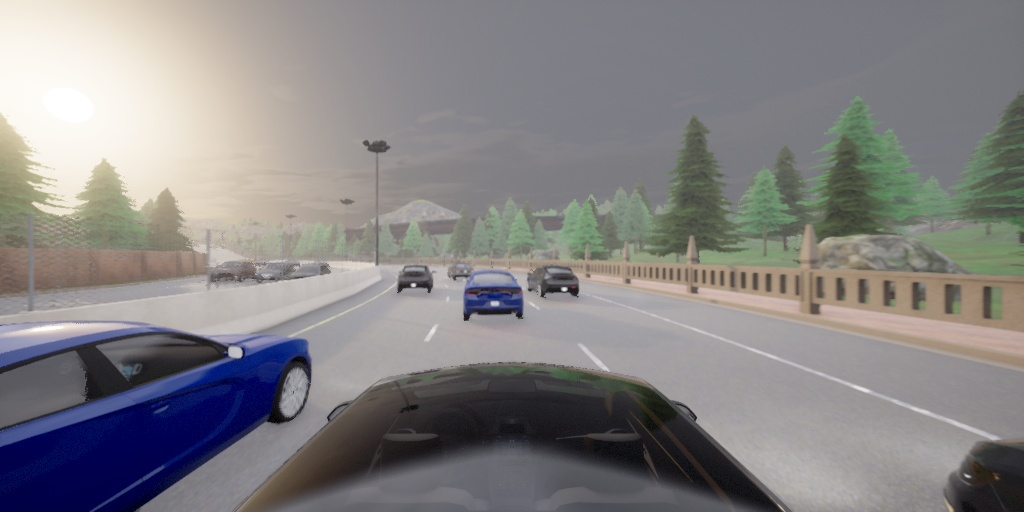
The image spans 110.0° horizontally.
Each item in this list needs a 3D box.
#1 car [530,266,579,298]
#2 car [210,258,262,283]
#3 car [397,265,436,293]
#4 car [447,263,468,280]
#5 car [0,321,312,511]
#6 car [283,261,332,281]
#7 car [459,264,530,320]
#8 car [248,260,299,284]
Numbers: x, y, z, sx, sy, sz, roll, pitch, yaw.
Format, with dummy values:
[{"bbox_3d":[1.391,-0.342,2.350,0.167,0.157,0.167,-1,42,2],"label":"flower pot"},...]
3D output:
[{"bbox_3d":[1.970,1.239,18.456,1.837,1.490,4.892,0,0,-9],"label":"car"},{"bbox_3d":[-22.372,1.185,28.906,2.097,1.767,4.553,0,0,-19],"label":"car"},{"bbox_3d":[-5.616,1.270,21.089,1.837,1.490,4.892,0,0,-11],"label":"car"},{"bbox_3d":[-4.439,1.304,30.999,2.033,1.411,5.357,0,0,-17],"label":"car"},{"bbox_3d":[-3.557,1.242,2.749,1.882,1.535,5.008,0,0,-1],"label":"car"},{"bbox_3d":[-13.877,1.304,24.975,1.837,1.490,4.892,0,0,-15],"label":"car"},{"bbox_3d":[-0.758,1.226,12.827,1.882,1.535,5.008,0,0,-6],"label":"car"},{"bbox_3d":[-18.527,1.308,28.400,2.128,1.511,4.902,0,0,-18],"label":"car"}]
